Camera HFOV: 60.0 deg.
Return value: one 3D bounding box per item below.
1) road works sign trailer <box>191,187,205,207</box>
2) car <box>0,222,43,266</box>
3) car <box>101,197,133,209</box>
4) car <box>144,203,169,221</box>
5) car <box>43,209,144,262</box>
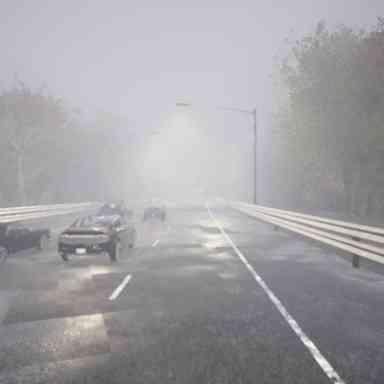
[{"bbox_3d":[1.098,0.894,60.749,2.380,3.560,2.880,0,0,3],"label":"road works sign trailer"},{"bbox_3d":[-6.844,1.694,11.807,1.895,1.301,4.718,0,0,1],"label":"car"},{"bbox_3d":[-6.447,1.352,29.237,2.097,1.767,4.553,11,-4,1],"label":"car"},{"bbox_3d":[-3.127,1.719,29.483,2.128,1.511,4.902,0,0,1],"label":"car"},{"bbox_3d":[-3.343,1.591,12.492,2.128,1.511,4.902,0,0,0],"label":"car"}]
